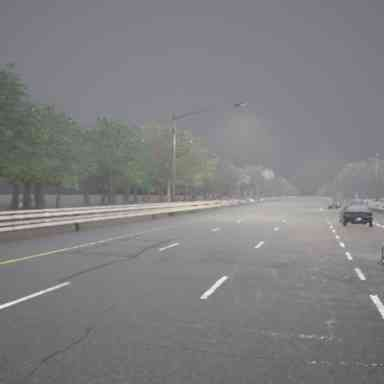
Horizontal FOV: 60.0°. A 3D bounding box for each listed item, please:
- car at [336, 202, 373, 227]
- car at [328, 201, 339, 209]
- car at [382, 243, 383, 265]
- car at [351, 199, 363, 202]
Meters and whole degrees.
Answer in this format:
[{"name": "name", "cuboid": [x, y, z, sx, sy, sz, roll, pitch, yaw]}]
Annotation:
[{"name": "car", "cuboid": [12.474, 1.771, 25.468, 1.882, 1.535, 5.008, 0, -1, 20]}, {"name": "car", "cuboid": [23.908, 2.171, 55.534, 1.895, 1.301, 4.718, 0, 0, 26]}, {"name": "car", "cuboid": [6.454, 1.643, 8.868, 1.812, 1.442, 4.674, 0, 0, 20]}, {"name": "car", "cuboid": [37.861, 2.353, 76.076, 1.812, 1.442, 4.674, 0, 0, 45]}]
